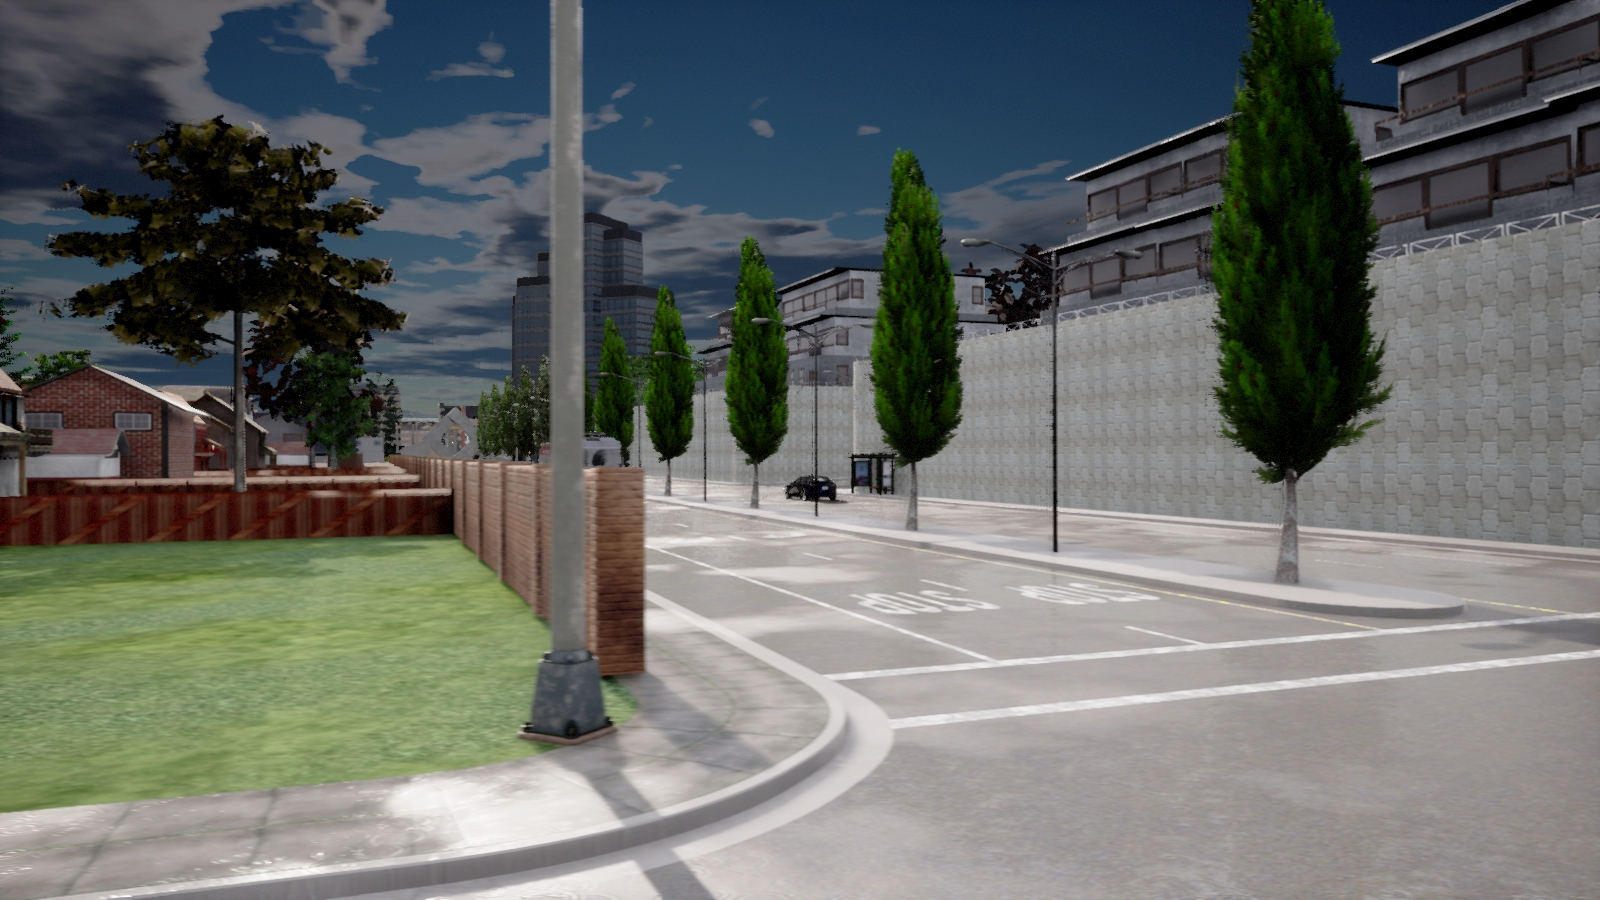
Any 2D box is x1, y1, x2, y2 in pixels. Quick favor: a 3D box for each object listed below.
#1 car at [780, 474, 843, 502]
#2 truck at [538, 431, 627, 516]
[{"bbox_3d":[0.643,2.257,68.275,2.163,1.488,4.792,0,0,-21],"label":"car"},{"bbox_3d":[-10.802,1.084,56.036,2.891,3.827,8.468,0,0,-21],"label":"truck"}]
